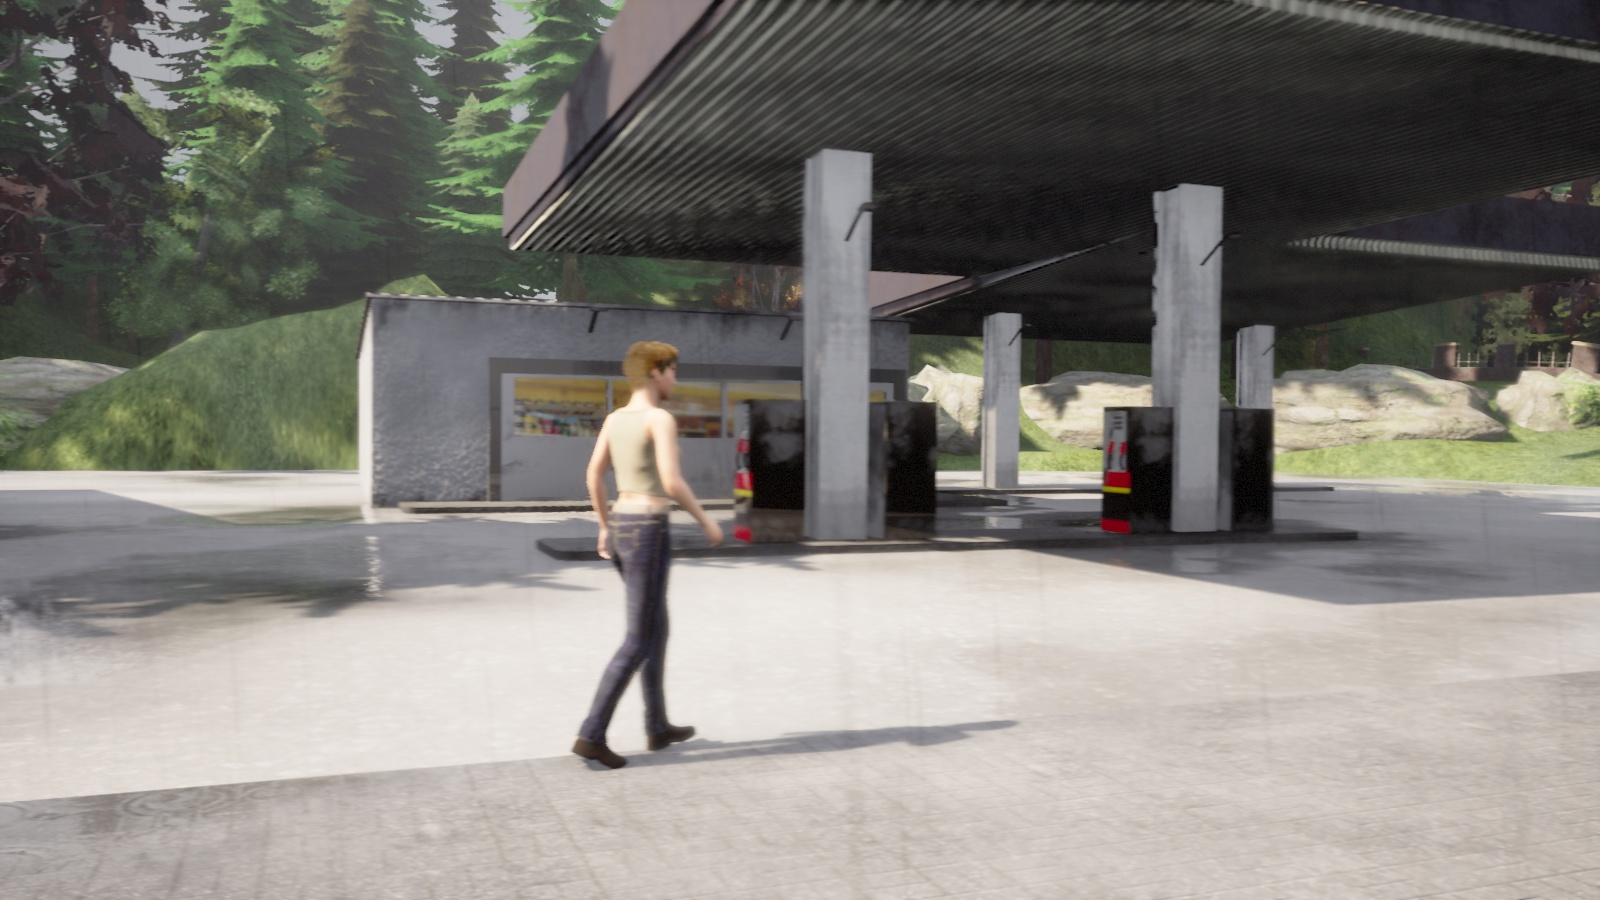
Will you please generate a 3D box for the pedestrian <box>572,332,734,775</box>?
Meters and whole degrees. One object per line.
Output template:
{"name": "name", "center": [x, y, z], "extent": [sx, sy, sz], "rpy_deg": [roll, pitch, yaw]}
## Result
{"name": "pedestrian", "center": [-0.643, 0.425, 5.513], "extent": [0.594, 1.836, 0.345], "rpy_deg": [-1, 1, -34]}
